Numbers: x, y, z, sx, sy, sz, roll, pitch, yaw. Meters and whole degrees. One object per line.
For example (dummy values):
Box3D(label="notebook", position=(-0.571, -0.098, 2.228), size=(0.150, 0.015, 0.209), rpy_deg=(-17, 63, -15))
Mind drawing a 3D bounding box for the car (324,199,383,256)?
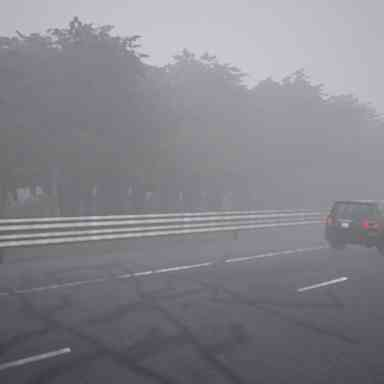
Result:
Box3D(label="car", position=(7.775, 1.336, 13.701), size=(5.566, 2.045, 2.150), rpy_deg=(1, 0, -36))
